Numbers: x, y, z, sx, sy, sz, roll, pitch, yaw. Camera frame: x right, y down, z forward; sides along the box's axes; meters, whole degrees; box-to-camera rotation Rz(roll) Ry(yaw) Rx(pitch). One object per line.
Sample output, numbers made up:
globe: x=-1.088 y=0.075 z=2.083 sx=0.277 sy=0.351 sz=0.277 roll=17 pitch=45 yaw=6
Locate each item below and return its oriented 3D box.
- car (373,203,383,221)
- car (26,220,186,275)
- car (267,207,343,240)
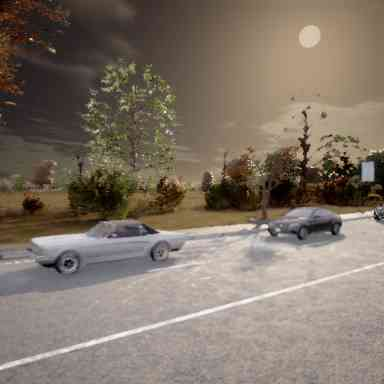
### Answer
car: x=15.471 y=1.269 z=24.985 sx=4.553 sy=1.767 sz=2.097 roll=0 pitch=0 yaw=-41
car: x=-2.614 y=1.602 z=10.631 sx=4.718 sy=1.301 sz=1.895 roll=0 pitch=0 yaw=-35
car: x=5.879 y=1.499 z=16.972 sx=4.674 sy=1.442 sz=1.812 roll=0 pitch=0 yaw=-37
